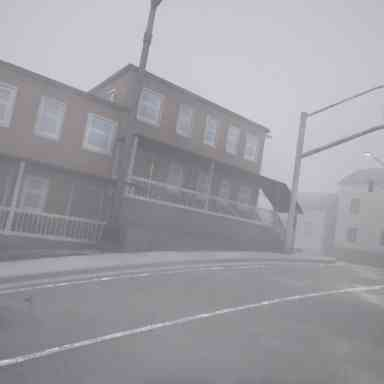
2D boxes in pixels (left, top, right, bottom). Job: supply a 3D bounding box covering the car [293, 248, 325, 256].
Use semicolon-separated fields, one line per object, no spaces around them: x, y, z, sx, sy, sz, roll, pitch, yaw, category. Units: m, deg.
9.650;5.690;29.289;1.812;1.442;4.674;14;-16;-34;car
